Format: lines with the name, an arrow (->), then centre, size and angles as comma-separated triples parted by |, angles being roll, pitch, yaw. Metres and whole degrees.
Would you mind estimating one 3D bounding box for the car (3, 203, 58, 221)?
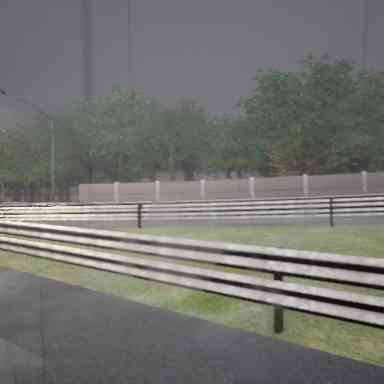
car -> -13.557, 1.675, 27.908 | 4.674, 1.442, 1.812 | -1, -1, 14
